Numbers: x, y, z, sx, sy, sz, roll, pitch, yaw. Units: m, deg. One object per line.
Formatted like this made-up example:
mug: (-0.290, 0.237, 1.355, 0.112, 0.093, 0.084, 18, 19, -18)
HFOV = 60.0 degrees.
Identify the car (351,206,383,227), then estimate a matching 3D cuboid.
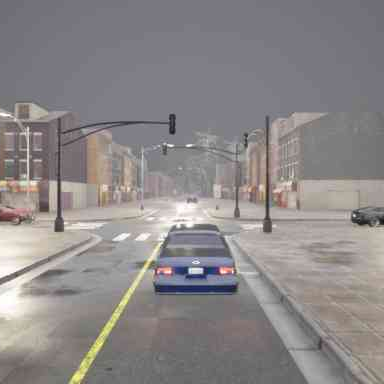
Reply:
car: (12.324, 1.522, 20.981, 4.313, 1.339, 1.947, 0, 0, 0)

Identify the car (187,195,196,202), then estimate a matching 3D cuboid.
car: (-0.093, 1.550, 75.782, 1.882, 1.535, 5.008, 0, 0, 0)

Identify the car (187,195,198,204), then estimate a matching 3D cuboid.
car: (0.019, 1.409, 66.122, 2.097, 1.767, 4.553, 0, 0, 0)

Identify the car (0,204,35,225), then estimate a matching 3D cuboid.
car: (-13.576, 1.572, 23.512, 4.674, 1.442, 1.812, 0, 0, 0)

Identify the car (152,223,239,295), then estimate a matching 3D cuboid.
car: (0.069, 1.549, 8.848, 2.033, 1.411, 5.357, 0, 0, 0)
